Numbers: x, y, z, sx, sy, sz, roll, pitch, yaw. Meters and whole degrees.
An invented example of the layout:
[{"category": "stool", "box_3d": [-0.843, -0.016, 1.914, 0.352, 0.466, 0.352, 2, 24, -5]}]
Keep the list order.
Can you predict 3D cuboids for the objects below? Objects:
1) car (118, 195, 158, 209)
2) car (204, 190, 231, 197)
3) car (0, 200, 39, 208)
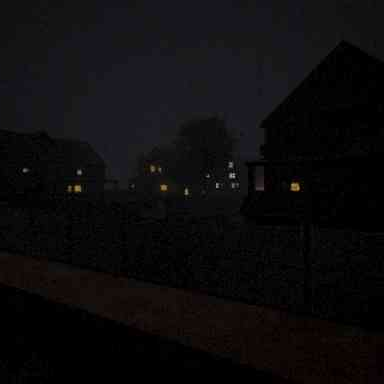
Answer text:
[{"category": "car", "box_3d": [-5.040, 0.971, 30.661, 1.994, 1.385, 4.181, 1, 2, 36]}, {"category": "car", "box_3d": [3.273, 0.551, 42.211, 1.882, 1.535, 5.008, 1, 2, 36]}, {"category": "car", "box_3d": [-11.638, 1.237, 21.469, 1.994, 1.385, 4.181, 1, 2, 35]}]
